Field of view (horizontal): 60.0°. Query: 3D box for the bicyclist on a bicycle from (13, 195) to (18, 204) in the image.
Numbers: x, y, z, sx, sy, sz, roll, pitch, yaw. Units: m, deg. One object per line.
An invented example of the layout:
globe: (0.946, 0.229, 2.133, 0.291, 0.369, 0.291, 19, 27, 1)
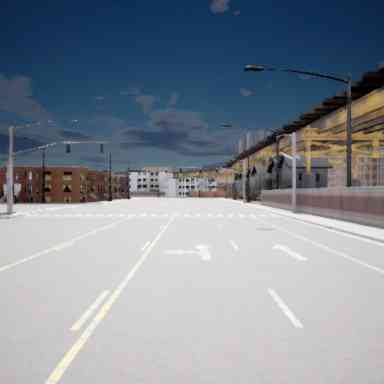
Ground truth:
bicyclist on a bicycle: (-31.174, 1.274, 58.685, 0.582, 1.620, 1.656, 0, 0, 0)
